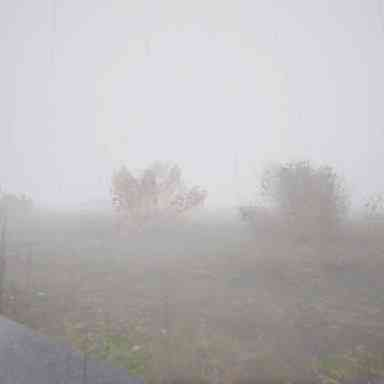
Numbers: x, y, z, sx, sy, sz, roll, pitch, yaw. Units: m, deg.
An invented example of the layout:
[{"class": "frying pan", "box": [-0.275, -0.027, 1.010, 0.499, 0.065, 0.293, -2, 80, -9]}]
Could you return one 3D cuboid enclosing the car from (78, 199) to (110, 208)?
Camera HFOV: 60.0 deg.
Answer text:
[{"class": "car", "box": [-16.130, 1.892, 55.147, 2.033, 1.411, 5.357, -1, -1, 36]}]
